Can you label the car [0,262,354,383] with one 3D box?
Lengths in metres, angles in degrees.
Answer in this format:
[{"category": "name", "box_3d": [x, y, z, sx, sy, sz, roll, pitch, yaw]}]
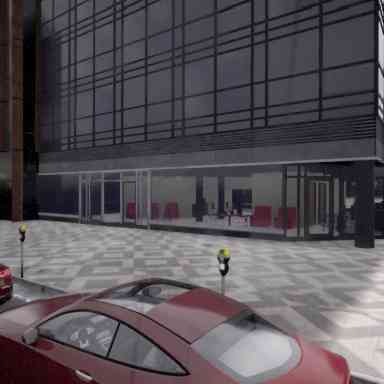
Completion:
[{"category": "car", "box_3d": [-0.593, 1.582, 3.377, 4.206, 1.307, 1.802, 0, 0, 35]}]
